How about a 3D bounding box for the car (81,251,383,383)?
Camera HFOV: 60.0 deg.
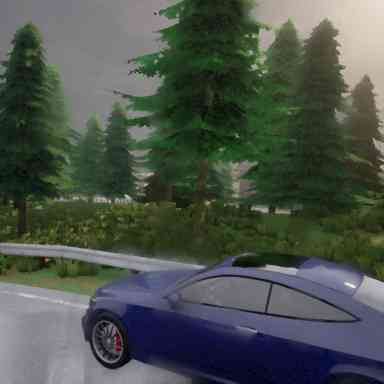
[{"bbox_3d":[0.734,1.499,4.111,4.674,1.442,1.812,1,1,31],"label":"car"}]
